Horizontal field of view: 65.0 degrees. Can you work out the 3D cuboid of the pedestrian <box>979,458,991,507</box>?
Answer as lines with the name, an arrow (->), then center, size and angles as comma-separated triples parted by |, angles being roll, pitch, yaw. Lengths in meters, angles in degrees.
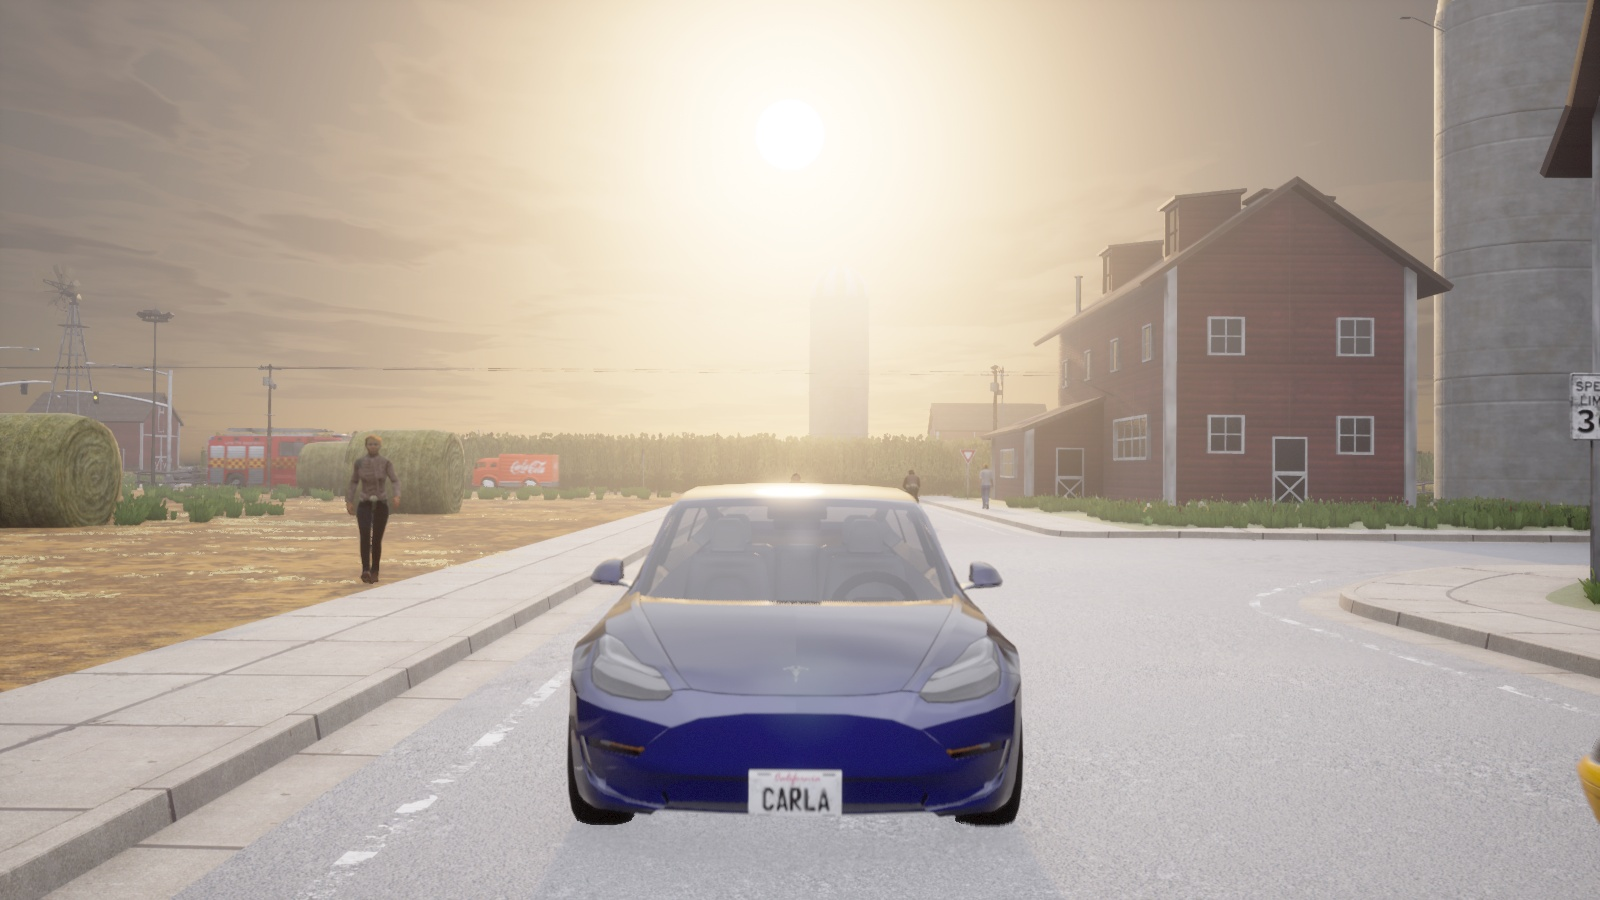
pedestrian -> 6.987, 1.240, 47.420 | 0.354, 1.836, 0.706 | 0, -1, 1

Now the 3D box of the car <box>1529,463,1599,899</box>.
car -> 3.499, 0.772, 1.768 | 1.801, 1.575, 5.366 | 0, -1, 0

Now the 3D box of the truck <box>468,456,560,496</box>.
truck -> -18.062, 1.624, 79.611 | 5.204, 2.467, 2.627 | 0, -1, 1

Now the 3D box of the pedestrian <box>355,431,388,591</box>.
pedestrian -> -5.073, 0.708, 14.885 | 0.331, 1.846, 0.634 | 0, -1, -16

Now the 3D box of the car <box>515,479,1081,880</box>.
car -> -0.014, 0.933, 7.203 | 2.163, 1.488, 4.792 | 0, -1, 0

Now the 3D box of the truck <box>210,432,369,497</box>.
truck -> -30.911, 0.887, 76.282 | 8.468, 3.827, 2.891 | 0, -1, 1
